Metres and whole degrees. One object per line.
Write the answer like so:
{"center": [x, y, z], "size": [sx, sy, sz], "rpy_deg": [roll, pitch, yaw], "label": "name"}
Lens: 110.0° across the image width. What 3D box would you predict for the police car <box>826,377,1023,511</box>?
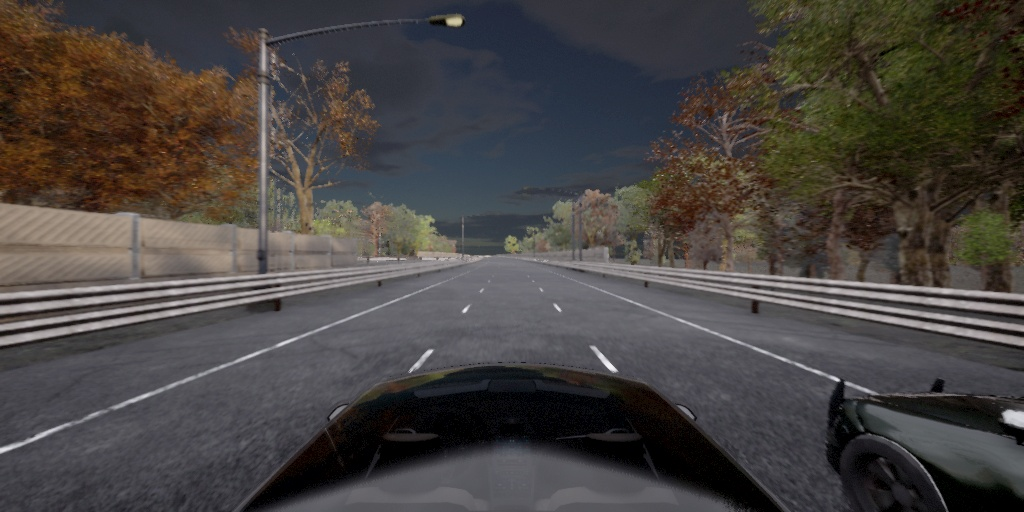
{"center": [3.503, 1.271, 0.947], "size": [2.038, 1.542, 4.974], "rpy_deg": [0, 0, 0], "label": "police car"}
